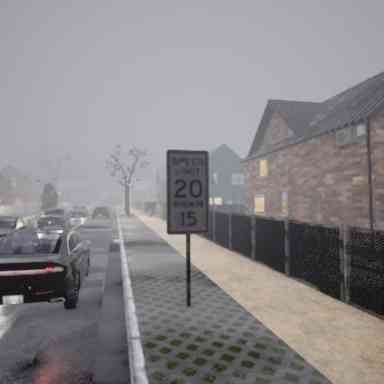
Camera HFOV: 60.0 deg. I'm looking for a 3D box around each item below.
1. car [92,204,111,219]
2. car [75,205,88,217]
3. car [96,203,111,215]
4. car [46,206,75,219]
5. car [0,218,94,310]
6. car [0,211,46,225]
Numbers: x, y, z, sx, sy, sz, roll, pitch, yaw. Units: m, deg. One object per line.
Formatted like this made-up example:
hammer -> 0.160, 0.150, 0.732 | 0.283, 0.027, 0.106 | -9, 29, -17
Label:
car -> -10.315, 2.234, 37.740 | 1.837, 1.490, 4.892 | 0, -1, -13
car -> -14.057, 2.368, 41.520 | 2.033, 1.411, 5.357 | 0, -1, -13
car -> -12.663, 2.424, 47.761 | 1.882, 1.535, 5.008 | 0, -1, -13
car -> -10.505, 1.994, 25.649 | 1.837, 1.490, 4.892 | 0, -1, -13
car -> -3.509, 1.621, 7.893 | 2.128, 1.511, 4.902 | 0, -1, -13
car -> -7.745, 1.742, 13.611 | 2.128, 1.511, 4.902 | 0, -1, -13
